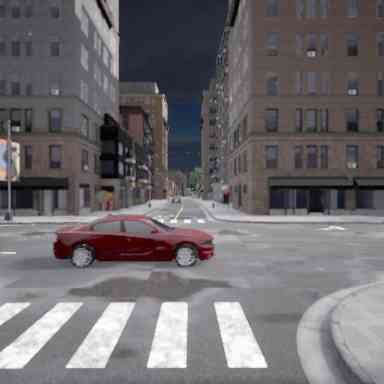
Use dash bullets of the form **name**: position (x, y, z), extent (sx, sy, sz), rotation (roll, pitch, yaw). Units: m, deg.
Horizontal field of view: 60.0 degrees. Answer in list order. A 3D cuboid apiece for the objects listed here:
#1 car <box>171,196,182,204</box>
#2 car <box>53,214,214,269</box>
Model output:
- **car**: position (-3.173, 1.633, 67.738), extent (2.128, 1.511, 4.902), rotation (0, 0, -2)
- **car**: position (-1.795, 1.479, 10.681), extent (5.008, 1.535, 1.882), rotation (0, 0, 0)
